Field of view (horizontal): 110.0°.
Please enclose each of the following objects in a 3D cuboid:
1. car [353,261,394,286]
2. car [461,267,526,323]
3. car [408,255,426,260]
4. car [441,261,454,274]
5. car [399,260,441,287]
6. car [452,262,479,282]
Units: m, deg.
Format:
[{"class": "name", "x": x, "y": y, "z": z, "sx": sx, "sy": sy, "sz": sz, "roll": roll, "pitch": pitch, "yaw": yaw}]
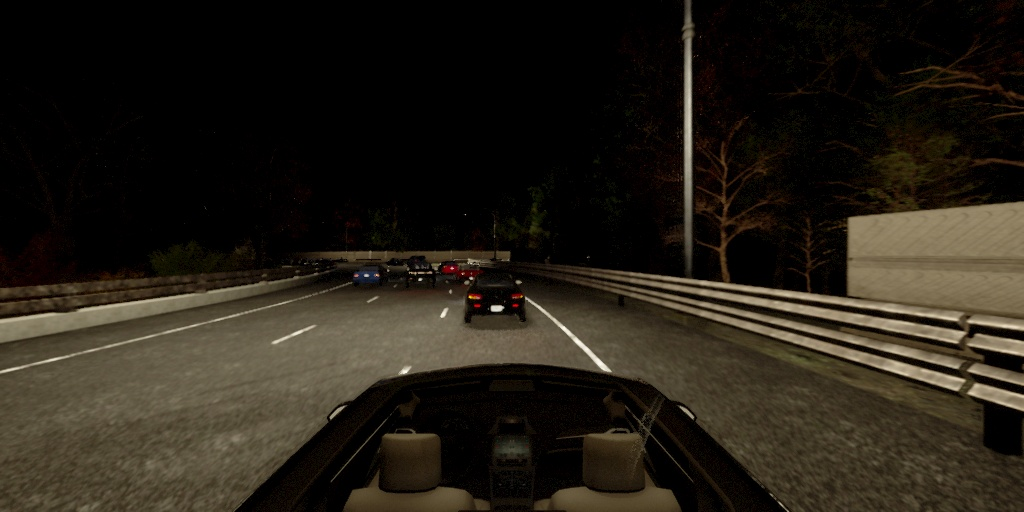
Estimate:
[{"class": "car", "x": -9.802, "y": 1.283, "z": 25.223, "sx": 2.033, "sy": 1.411, "sz": 5.357, "roll": 0, "pitch": 0, "yaw": -13}, {"class": "car", "x": -0.623, "y": 1.258, "z": 12.067, "sx": 1.812, "sy": 1.442, "sz": 4.674, "roll": 0, "pitch": 0, "yaw": -5}, {"class": "car", "x": -15.327, "y": 0.912, "z": 57.580, "sx": 2.150, "sy": 2.045, "sz": 5.566, "roll": 0, "pitch": 0, "yaw": -30}, {"class": "car", "x": -7.086, "y": 1.262, "z": 40.089, "sx": 1.994, "sy": 1.385, "sz": 4.181, "roll": 0, "pitch": 0, "yaw": -20}, {"class": "car", "x": -6.051, "y": 1.217, "z": 24.109, "sx": 2.128, "sy": 1.511, "sz": 4.902, "roll": 0, "pitch": 0, "yaw": -12}, {"class": "car", "x": -3.448, "y": 1.311, "z": 28.202, "sx": 1.895, "sy": 1.301, "sz": 4.718, "roll": 0, "pitch": 0, "yaw": -13}]
